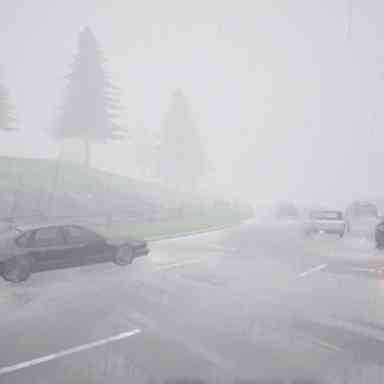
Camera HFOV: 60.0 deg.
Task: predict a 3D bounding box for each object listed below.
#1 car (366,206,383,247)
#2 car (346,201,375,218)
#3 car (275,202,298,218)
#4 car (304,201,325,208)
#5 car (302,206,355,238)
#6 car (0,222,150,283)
[{"bbox_3d":[9.216,1.525,14.560,2.128,1.511,4.902,0,0,34],"label":"car"},{"bbox_3d":[15.873,1.580,31.342,2.128,1.511,4.902,0,0,13],"label":"car"},{"bbox_3d":[9.051,1.672,32.059,2.033,1.411,5.357,0,0,11],"label":"car"},{"bbox_3d":[13.160,1.648,35.465,1.812,1.442,4.674,0,0,11],"label":"car"},{"bbox_3d":[7.470,1.661,18.171,1.895,1.301,4.718,0,0,31],"label":"car"},{"bbox_3d":[-3.940,1.620,9.948,5.357,1.411,2.033,0,0,-39],"label":"car"}]
